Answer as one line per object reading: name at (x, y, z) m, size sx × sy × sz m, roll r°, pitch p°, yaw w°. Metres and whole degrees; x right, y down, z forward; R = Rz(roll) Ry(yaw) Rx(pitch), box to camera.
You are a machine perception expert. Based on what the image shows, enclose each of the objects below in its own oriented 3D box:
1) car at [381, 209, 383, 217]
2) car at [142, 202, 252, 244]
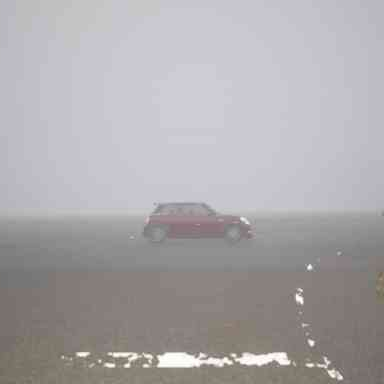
car at (15.353, 0.936, 21.495) m, size 5.566 × 2.045 × 2.150 m, roll -1°, pitch -3°, yaw -1°
car at (0.226, 1.199, 14.185) m, size 4.553 × 1.767 × 2.097 m, roll 0°, pitch -2°, yaw -1°
